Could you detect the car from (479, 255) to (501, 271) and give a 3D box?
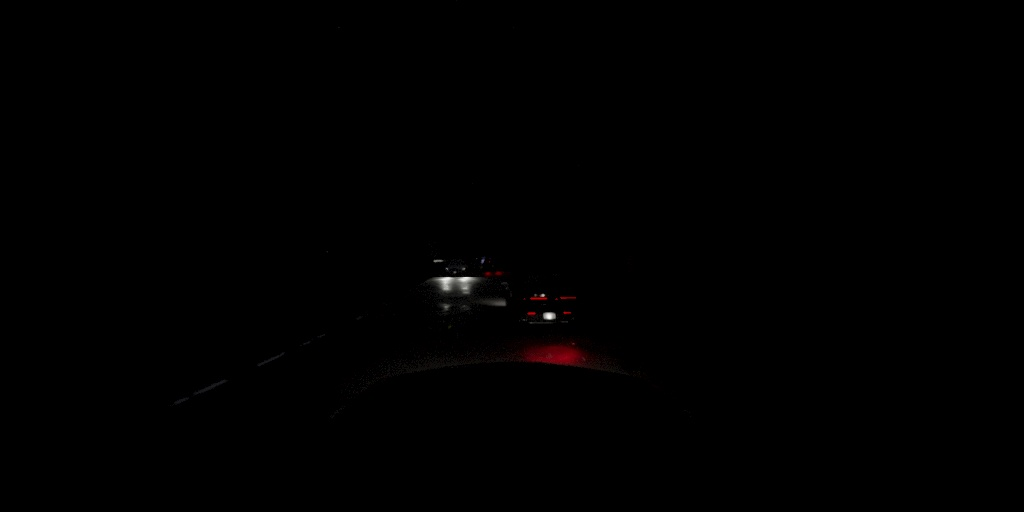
[{"bbox_3d":[-2.251,0.775,39.926,2.128,1.511,4.902,0,1,-6],"label":"car"}]

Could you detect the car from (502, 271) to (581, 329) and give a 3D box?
[{"bbox_3d":[0.774,1.183,11.058,1.837,1.490,4.892,-1,0,-3],"label":"car"}]

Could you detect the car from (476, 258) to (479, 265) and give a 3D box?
[{"bbox_3d":[-3.915,0.586,50.724,2.033,1.411,5.357,-1,2,-14],"label":"car"}]

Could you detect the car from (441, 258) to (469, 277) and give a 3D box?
[{"bbox_3d":[-4.728,0.986,30.930,1.812,1.442,4.674,0,1,-4],"label":"car"}]
